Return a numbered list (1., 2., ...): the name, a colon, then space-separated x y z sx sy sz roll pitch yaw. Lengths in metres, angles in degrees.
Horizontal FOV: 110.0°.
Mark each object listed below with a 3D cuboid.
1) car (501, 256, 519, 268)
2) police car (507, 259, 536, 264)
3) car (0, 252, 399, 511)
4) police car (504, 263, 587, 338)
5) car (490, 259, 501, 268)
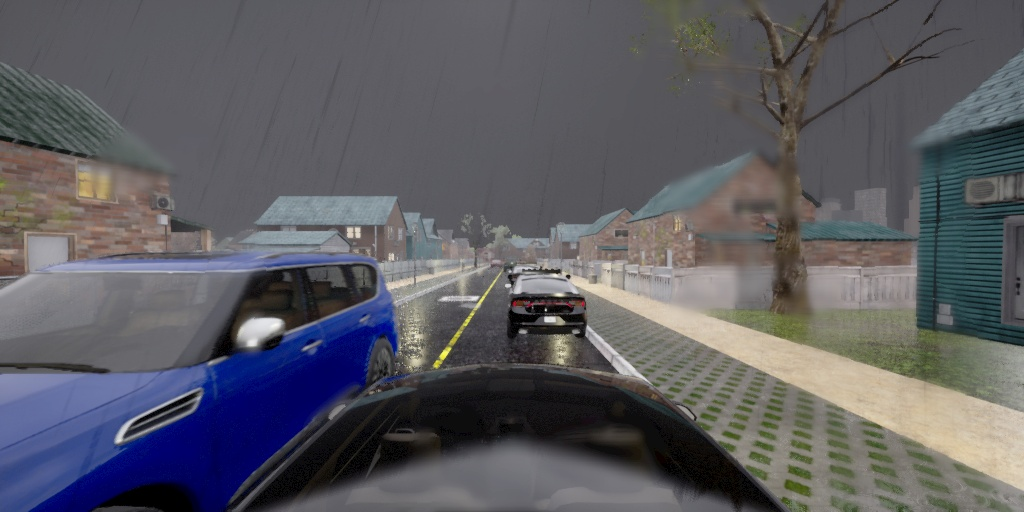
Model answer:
1. car: 0.029 1.027 47.008 2.150 2.045 5.566 0 0 0
2. police car: 0.828 1.182 20.362 1.930 1.638 5.238 0 0 0
3. car: -2.749 0.971 3.177 2.150 2.045 5.566 0 0 0
4. police car: 0.827 1.174 10.360 1.930 1.638 5.238 0 0 0
5. car: -2.738 1.334 62.266 1.882 1.535 5.008 0 0 0
